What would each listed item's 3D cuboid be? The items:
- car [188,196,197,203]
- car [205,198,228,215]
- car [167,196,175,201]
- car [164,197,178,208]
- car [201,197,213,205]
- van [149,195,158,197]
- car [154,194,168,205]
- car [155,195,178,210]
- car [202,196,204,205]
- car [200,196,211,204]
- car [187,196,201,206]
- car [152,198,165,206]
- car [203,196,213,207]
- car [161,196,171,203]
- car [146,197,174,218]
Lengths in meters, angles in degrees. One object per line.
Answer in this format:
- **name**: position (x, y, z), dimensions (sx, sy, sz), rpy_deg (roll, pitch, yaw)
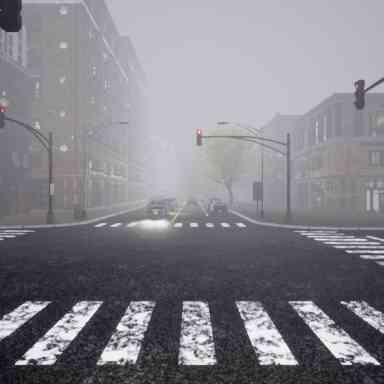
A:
- **car**: position (0.044, 1.585, 71.650), dimensions (1.882, 1.535, 5.008), rpy_deg (0, 0, 0)
- **car**: position (2.696, 1.580, 33.613), dimensions (2.008, 1.369, 4.403), rpy_deg (0, 0, 0)
- **car**: position (-5.674, 1.687, 90.415), dimensions (1.752, 1.417, 4.829), rpy_deg (0, 0, 0)
- **car**: position (-3.077, 1.583, 50.371), dimensions (1.812, 1.442, 4.674), rpy_deg (0, 0, 0)
- **car**: position (2.702, 1.633, 62.097), dimensions (2.008, 1.369, 4.403), rpy_deg (0, 0, 0)
- **van**: position (-5.682, 1.399, 50.707), dimensions (1.690, 1.788, 3.998), rpy_deg (0, 0, 0)
- **car**: position (-5.680, 1.397, 62.101), dimensions (2.192, 1.841, 5.009), rpy_deg (0, 0, 0)
- **car**: position (-3.086, 1.518, 40.273), dimensions (1.882, 1.535, 5.008), rpy_deg (0, 0, 0)
- **car**: position (2.698, 1.488, 45.007), dimensions (1.967, 1.590, 4.097), rpy_deg (0, 0, 0)
- **car**: position (2.702, 1.536, 67.794), dimensions (1.967, 1.590, 4.097), rpy_deg (0, 0, 0)
- **car**: position (0.111, 1.669, 56.247), dimensions (1.895, 1.301, 4.718), rpy_deg (0, 0, 0)
- **car**: position (-5.680, 1.651, 56.404), dimensions (1.802, 1.307, 4.206), rpy_deg (0, 0, 0)
- **car**: position (2.697, 1.479, 39.310), dimensions (1.967, 1.590, 4.097), rpy_deg (0, 0, 0)
- **car**: position (-5.677, 1.663, 73.494), dimensions (2.008, 1.369, 4.403), rpy_deg (0, 0, 0)
- **car**: position (-3.095, 1.516, 30.825), dimensions (2.128, 1.511, 4.902), rpy_deg (0, 0, 0)
